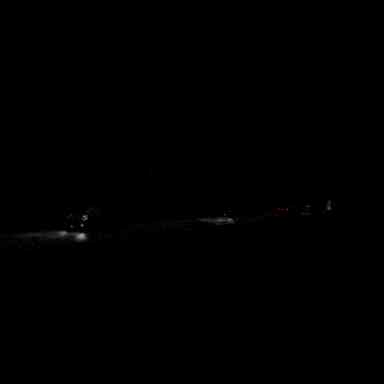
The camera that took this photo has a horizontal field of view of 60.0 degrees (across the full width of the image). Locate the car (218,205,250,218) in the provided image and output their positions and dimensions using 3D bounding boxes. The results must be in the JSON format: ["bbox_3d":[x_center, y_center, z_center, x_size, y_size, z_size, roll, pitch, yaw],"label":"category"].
[{"bbox_3d":[4.783,2.175,37.764,1.895,1.301,4.718,0,-1,36],"label":"car"}]

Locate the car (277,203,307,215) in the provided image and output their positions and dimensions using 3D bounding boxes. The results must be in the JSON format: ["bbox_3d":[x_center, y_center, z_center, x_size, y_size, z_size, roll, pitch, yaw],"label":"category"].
[{"bbox_3d":[13.113,2.310,44.455,2.033,1.411,5.357,0,-1,36],"label":"car"}]

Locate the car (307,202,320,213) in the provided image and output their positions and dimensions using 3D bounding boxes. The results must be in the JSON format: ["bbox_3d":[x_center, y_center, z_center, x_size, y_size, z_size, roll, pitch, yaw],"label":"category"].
[{"bbox_3d":[18.849,2.429,52.571,1.837,1.490,4.892,0,-1,36],"label":"car"}]

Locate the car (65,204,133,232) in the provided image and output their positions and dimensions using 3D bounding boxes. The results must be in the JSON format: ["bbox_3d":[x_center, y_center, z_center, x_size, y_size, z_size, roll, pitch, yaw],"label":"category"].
[{"bbox_3d":[-6.155,1.608,22.389,2.097,1.767,4.553,0,-1,35],"label":"car"}]
